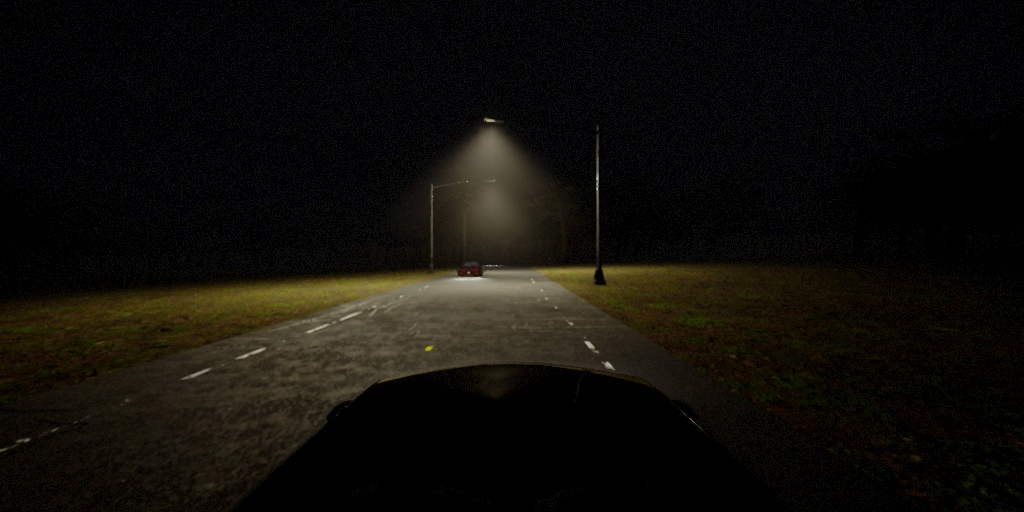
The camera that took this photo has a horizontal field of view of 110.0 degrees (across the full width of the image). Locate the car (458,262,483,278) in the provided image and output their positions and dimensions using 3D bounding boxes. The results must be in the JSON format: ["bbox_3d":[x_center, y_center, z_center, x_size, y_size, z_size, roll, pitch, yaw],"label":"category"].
[{"bbox_3d":[-3.745,1.249,33.106,1.994,1.385,4.181,0,0,0],"label":"car"}]
